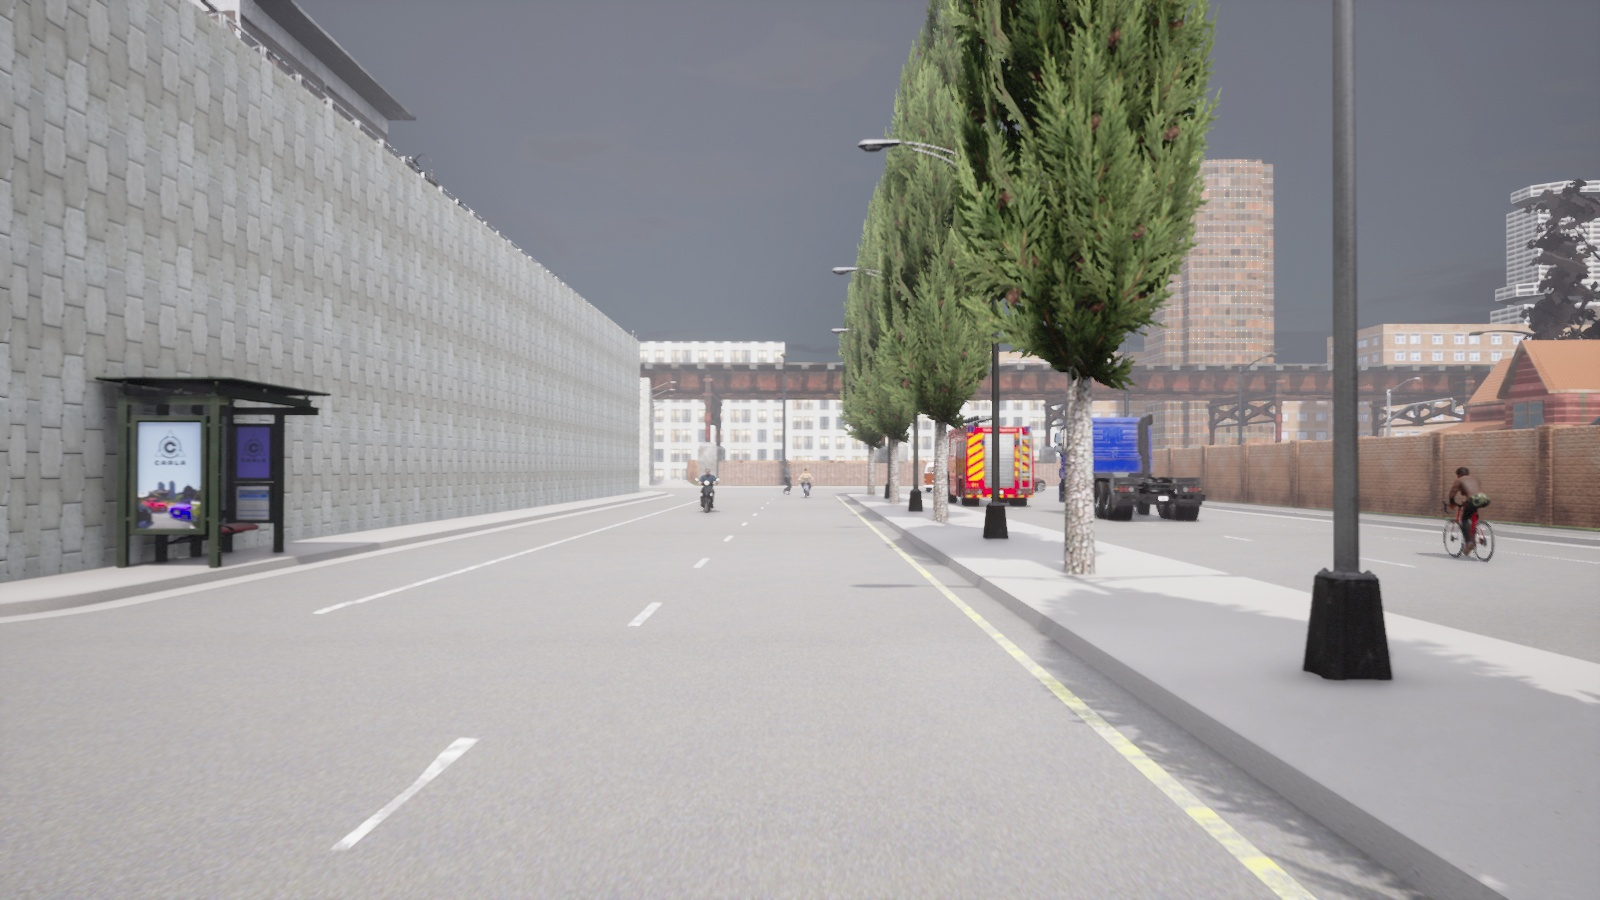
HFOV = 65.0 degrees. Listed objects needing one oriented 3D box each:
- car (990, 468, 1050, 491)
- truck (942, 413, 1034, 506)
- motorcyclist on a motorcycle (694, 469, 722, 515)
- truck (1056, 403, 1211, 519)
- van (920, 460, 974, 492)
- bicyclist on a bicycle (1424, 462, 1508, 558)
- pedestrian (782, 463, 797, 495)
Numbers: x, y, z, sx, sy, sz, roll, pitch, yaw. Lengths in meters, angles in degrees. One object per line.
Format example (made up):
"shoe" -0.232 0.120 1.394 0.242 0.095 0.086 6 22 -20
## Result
"car" 14.475 1.936 82.483 3.806 1.475 1.970 0 -1 -43
"truck" 8.297 0.453 56.503 2.891 3.827 8.468 0 -1 0
"motorcyclist on a motorcycle" -3.250 1.465 44.543 0.866 1.590 1.817 0 -1 0
"truck" 10.764 0.392 41.457 2.891 3.462 7.936 0 -1 -1
"van" 9.899 1.749 84.234 2.069 2.038 4.480 -2 -2 27
"bicyclist on a bicycle" 11.645 1.028 22.005 0.582 1.620 1.656 0 -1 0
"pedestrian" -0.615 1.666 72.776 0.694 1.848 0.540 0 -1 -29
